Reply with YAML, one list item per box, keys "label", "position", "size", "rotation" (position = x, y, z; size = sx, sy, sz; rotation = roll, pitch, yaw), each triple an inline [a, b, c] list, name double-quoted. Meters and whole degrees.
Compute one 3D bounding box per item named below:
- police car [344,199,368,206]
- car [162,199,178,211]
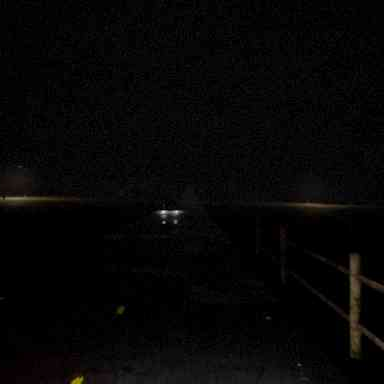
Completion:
- label: "police car"
  position: [38.950, 2.436, 79.000]
  size: [5.238, 1.638, 1.930]
  rotation: [1, 1, 0]
- label: "car"
  position: [-2.857, 1.733, 44.521]
  size: [1.837, 1.490, 4.892]
  rotation: [0, 0, 0]
